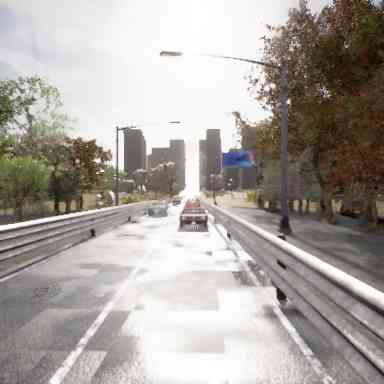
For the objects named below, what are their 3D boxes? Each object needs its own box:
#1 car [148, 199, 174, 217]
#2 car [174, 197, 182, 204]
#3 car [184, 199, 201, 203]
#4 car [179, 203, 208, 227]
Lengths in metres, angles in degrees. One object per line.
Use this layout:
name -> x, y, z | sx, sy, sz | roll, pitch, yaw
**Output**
car -> -3.345, 1.681, 33.842 | 2.128, 1.511, 4.902 | 0, 0, 0
car -> -3.287, 1.831, 74.605 | 2.097, 1.767, 4.553 | 0, 0, 0
car -> 0.095, 1.604, 42.149 | 2.097, 1.767, 4.553 | 0, 0, 0
car -> 0.100, 1.712, 23.494 | 1.895, 1.301, 4.718 | 0, 0, 0
